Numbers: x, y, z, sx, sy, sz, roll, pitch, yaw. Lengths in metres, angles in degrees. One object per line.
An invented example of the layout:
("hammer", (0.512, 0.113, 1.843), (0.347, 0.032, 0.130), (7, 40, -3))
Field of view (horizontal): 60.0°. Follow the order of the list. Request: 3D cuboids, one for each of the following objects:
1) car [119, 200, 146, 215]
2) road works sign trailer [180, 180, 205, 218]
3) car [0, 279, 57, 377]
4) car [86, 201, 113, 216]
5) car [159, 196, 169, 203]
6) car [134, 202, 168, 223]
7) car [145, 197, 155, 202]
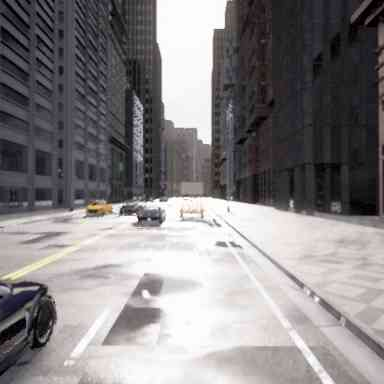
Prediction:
("car", (-6.596, 1.780, 36.173), (1.994, 1.385, 4.181), (0, 0, 0))
("road works sign trailer", (-0.003, 0.657, 32.862), (2.380, 3.560, 2.880), (0, 0, 0))
("car", (-3.151, 1.583, 3.668), (1.994, 1.385, 4.181), (0, 0, 0))
("car", (-9.846, 1.689, 35.583), (1.882, 1.535, 5.008), (0, -1, 0))
("car", (-6.508, 1.691, 77.370), (2.097, 1.767, 4.553), (0, -1, 0))
("car", (-3.153, 1.752, 26.721), (1.895, 1.301, 4.718), (0, 0, 0))
("car", (-9.758, 1.835, 77.338), (1.837, 1.490, 4.892), (0, -1, 0))
